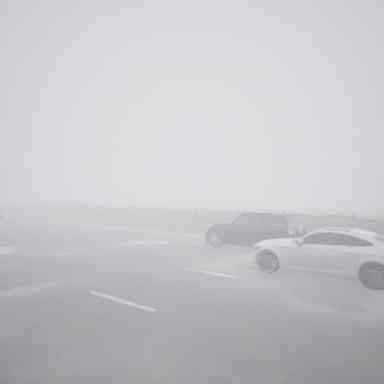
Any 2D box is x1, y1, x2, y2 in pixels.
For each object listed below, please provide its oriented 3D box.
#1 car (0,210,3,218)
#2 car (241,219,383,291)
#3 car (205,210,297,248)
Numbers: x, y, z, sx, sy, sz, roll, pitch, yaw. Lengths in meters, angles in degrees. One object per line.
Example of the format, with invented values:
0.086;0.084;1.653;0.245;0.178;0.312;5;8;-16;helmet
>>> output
-20.527;1.898;32.905;4.181;1.385;1.994;0;-1;37;car
4.032;1.752;9.705;4.674;1.442;1.812;0;-1;37;car
2.805;1.657;15.054;4.553;1.767;2.097;0;-1;37;car
